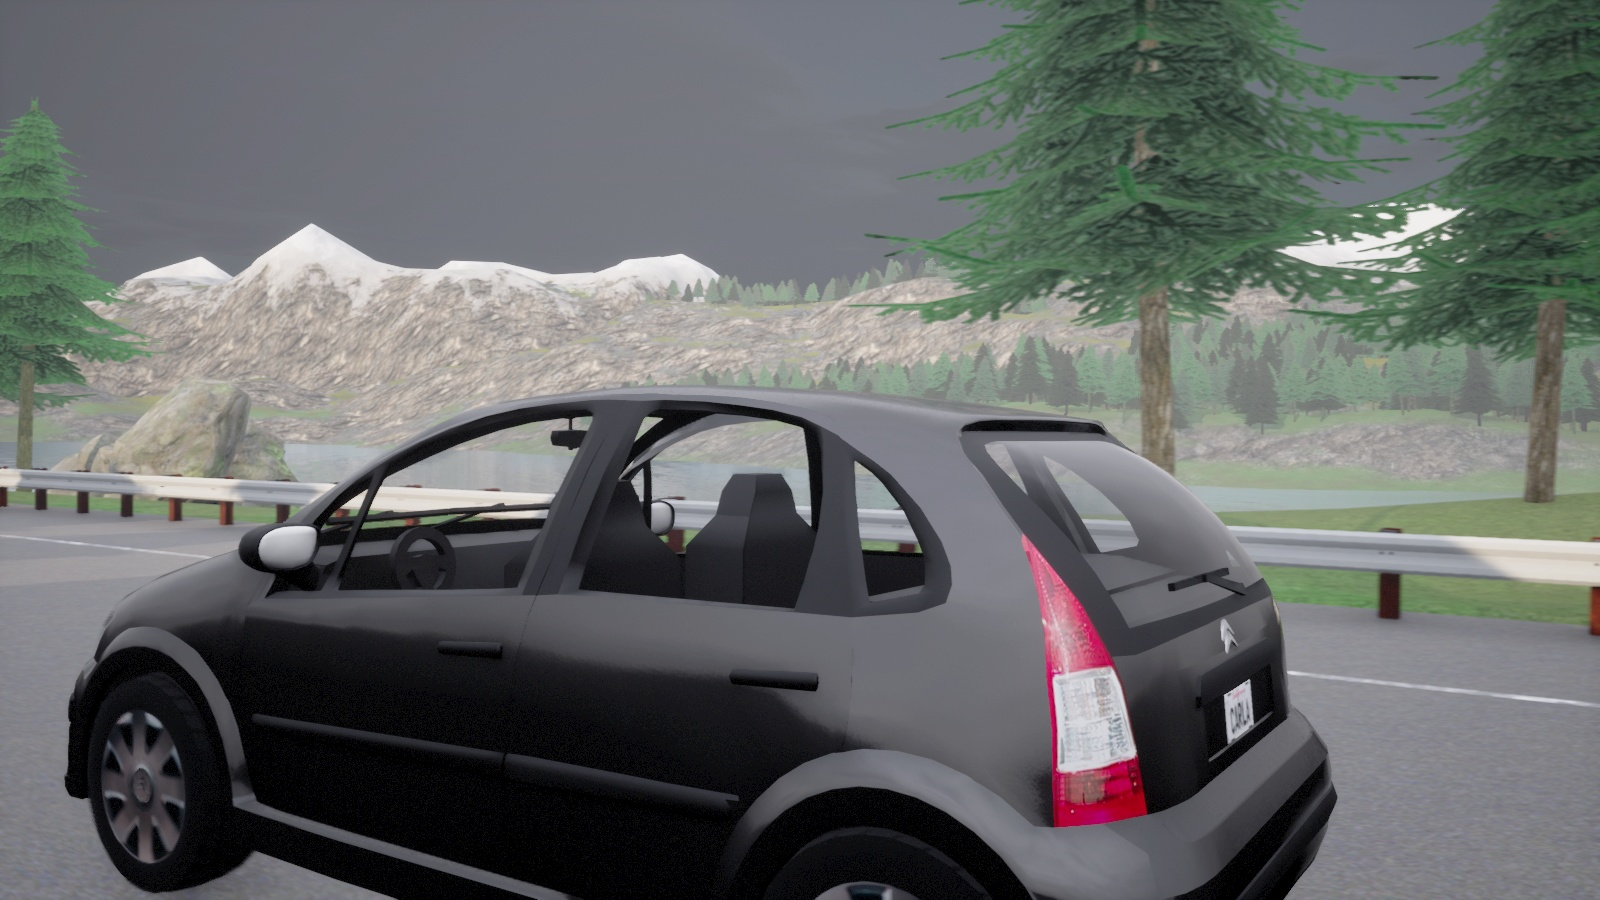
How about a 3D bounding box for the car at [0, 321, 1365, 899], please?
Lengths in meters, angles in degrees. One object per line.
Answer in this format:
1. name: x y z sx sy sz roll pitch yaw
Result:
1. car: -0.539 0.580 3.960 3.988 1.617 1.851 0 1 33
